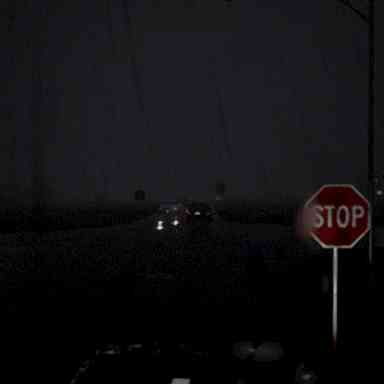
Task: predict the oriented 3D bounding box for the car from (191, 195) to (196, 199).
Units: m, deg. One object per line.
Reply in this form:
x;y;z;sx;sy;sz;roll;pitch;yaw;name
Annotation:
-0.138;1.407;64.230;1.812;1.442;4.674;0;0;5;car

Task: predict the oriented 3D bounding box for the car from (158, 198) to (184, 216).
-2.121;1.473;32.579;1.812;1.442;4.674;0;0;3;car

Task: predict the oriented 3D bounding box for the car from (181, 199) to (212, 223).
0.542;1.508;25.176;2.033;1.411;5.357;0;0;2;car

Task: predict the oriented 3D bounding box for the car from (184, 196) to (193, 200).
-1.374;1.520;47.314;1.895;1.301;4.718;0;0;3;car
